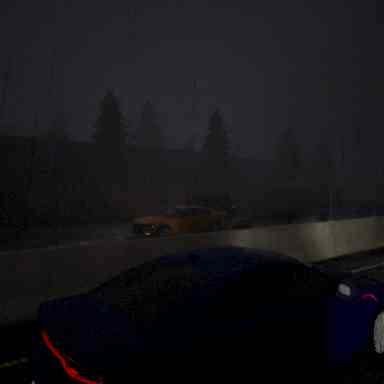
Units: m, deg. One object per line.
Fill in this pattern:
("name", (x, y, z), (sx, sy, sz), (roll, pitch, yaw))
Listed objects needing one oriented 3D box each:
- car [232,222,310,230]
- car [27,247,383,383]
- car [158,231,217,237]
("car", (3.754, 1.493, 15.268), (4.181, 1.385, 1.994), (0, 0, -36))
("car", (0.698, 1.460, 4.241), (5.008, 1.535, 1.882), (0, 0, -35))
("car", (-0.488, 1.420, 16.535), (5.008, 1.535, 1.882), (0, 0, -35))
